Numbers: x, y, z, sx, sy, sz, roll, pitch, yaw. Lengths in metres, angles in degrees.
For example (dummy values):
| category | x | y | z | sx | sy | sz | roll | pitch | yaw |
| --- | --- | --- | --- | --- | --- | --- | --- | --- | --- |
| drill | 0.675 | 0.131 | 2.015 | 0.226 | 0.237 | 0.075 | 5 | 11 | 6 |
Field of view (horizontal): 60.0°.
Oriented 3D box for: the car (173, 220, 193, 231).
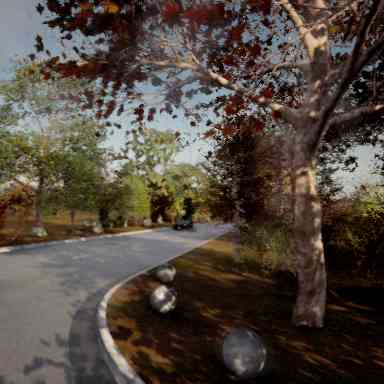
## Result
| category | x | y | z | sx | sy | sz | roll | pitch | yaw |
| --- | --- | --- | --- | --- | --- | --- | --- | --- | --- |
| car | -1.187 | 4.465 | 44.650 | 1.895 | 1.301 | 4.718 | 2 | -4 | 12 |
